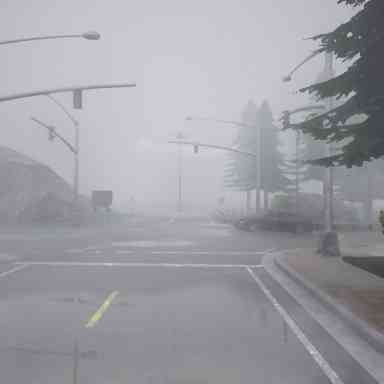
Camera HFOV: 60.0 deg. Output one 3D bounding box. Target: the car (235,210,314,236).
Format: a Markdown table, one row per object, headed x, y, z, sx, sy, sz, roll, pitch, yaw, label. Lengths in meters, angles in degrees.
| x | y | z | sx | sy | sz | roll | pitch | yaw | label |
| --- | --- | --- | --- | --- | --- | --- | --- | --- | --- |
| 5.224 | 1.902 | 21.253 | 4.892 | 1.490 | 1.837 | 3 | -1 | 0 | car |
